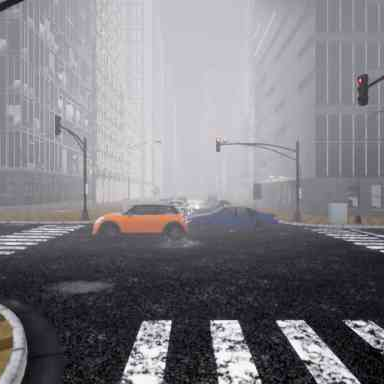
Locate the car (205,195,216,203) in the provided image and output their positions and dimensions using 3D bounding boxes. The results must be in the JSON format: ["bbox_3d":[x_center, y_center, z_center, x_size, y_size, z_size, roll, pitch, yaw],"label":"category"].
[{"bbox_3d":[3.772,1.432,69.448,1.967,1.590,4.097,0,0,0],"label":"car"}]

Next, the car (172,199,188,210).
[{"bbox_3d":[-1.531,1.613,43.154,1.895,1.301,4.718,0,0,0],"label":"car"}]

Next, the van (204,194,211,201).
[{"bbox_3d":[3.727,1.321,80.503,1.690,1.788,3.998,0,0,0],"label":"van"}]

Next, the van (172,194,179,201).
[{"bbox_3d":[-4.175,1.315,85.998,1.690,1.788,3.998,0,0,0],"label":"van"}]

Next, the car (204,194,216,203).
[{"bbox_3d":[3.795,1.313,63.920,2.192,1.841,5.009,0,0,0],"label":"car"}]

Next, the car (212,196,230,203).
[{"bbox_3d":[3.934,1.579,41.811,1.947,1.339,4.313,0,0,0],"label":"car"}]

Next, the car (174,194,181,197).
[{"bbox_3d":[-1.567,1.512,53.868,1.837,1.490,4.892,0,0,0],"label":"car"}]

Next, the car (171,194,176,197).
[{"bbox_3d":[-4.085,1.564,63.888,1.947,1.339,4.313,0,0,0],"label":"car"}]

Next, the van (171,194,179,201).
[{"bbox_3d":[-4.153,1.321,80.471,1.690,1.788,3.998,0,0,0],"label":"van"}]

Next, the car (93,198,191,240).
[{"bbox_3d":[-2.491,1.352,16.556,4.553,1.767,2.097,1,0,-3],"label":"car"}]

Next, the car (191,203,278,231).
[{"bbox_3d":[2.381,1.566,20.034,5.357,1.411,2.033,0,0,-3],"label":"car"}]
